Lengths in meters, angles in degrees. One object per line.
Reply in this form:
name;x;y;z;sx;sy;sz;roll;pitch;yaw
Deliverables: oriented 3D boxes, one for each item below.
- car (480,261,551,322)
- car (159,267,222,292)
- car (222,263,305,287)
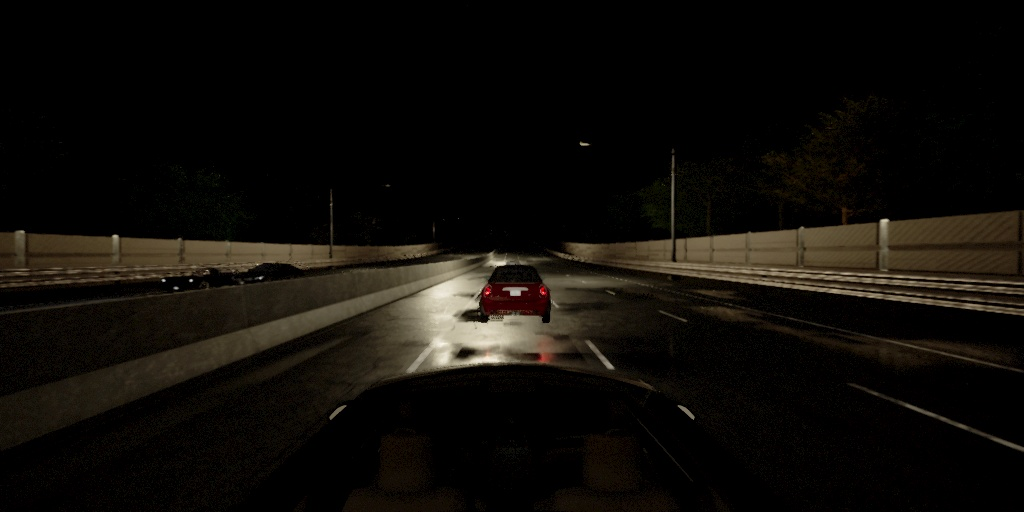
car;0.099;1.065;12.274;2.097;1.767;4.553;0;0;0
car;-17.502;1.352;20.890;1.895;1.301;4.718;0;0;0
car;-14.002;1.128;20.919;1.812;1.442;4.674;0;0;0
